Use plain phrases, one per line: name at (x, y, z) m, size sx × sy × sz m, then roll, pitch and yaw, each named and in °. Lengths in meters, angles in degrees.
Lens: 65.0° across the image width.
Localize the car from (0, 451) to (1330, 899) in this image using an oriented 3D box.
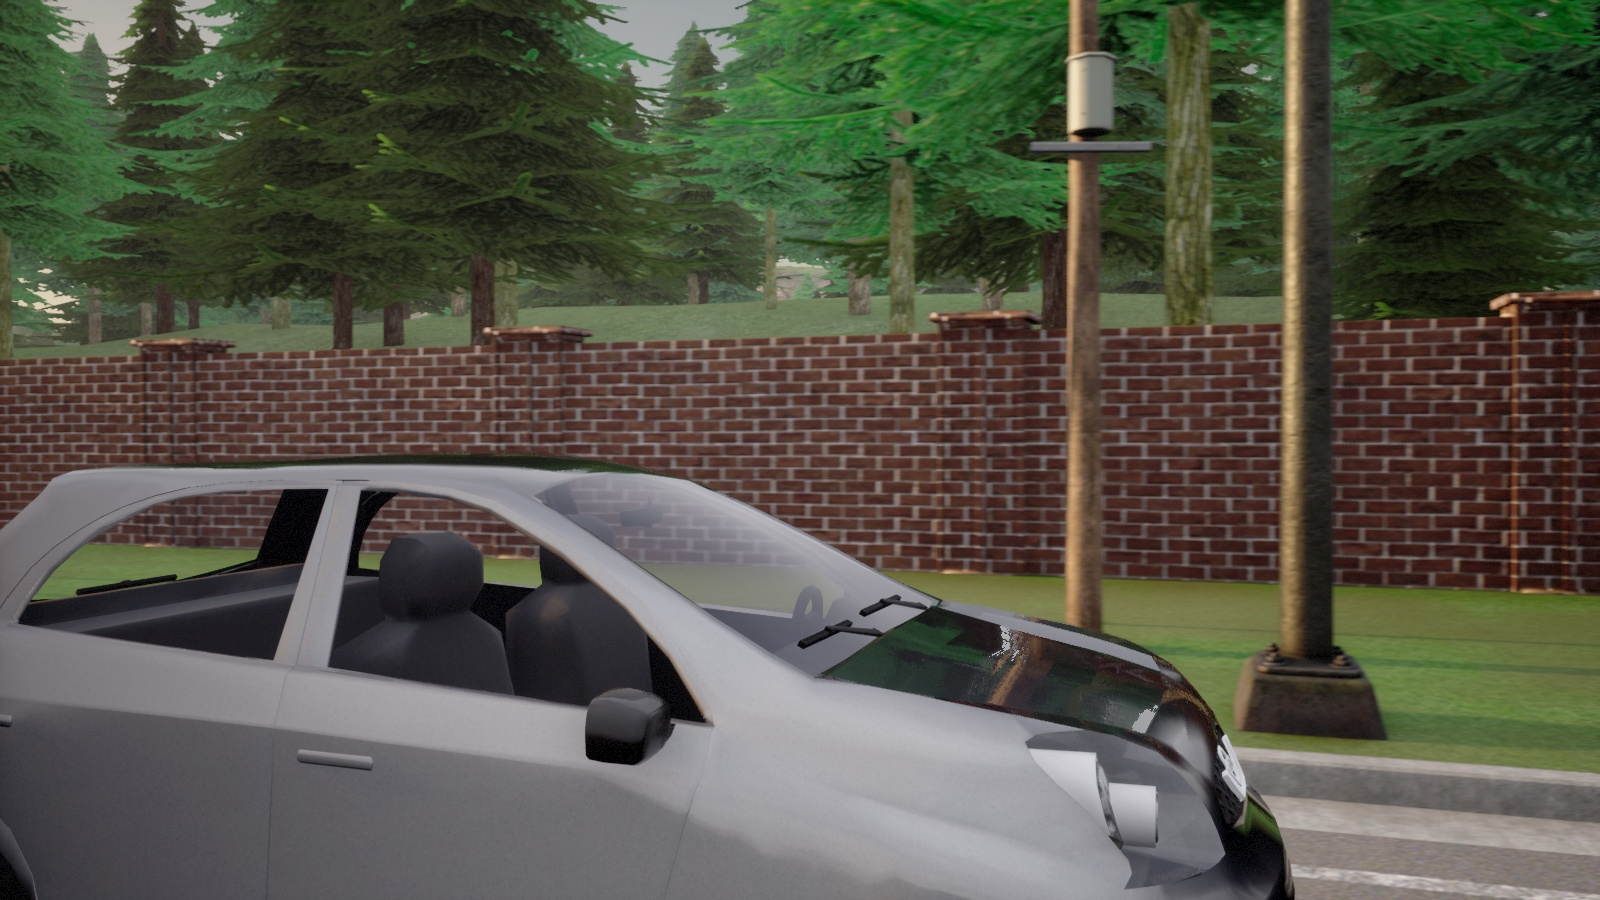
car at (-0.614, 0.783, 3.400) m, size 3.633 × 1.501 × 1.845 m, roll 1°, pitch 1°, yaw 19°
